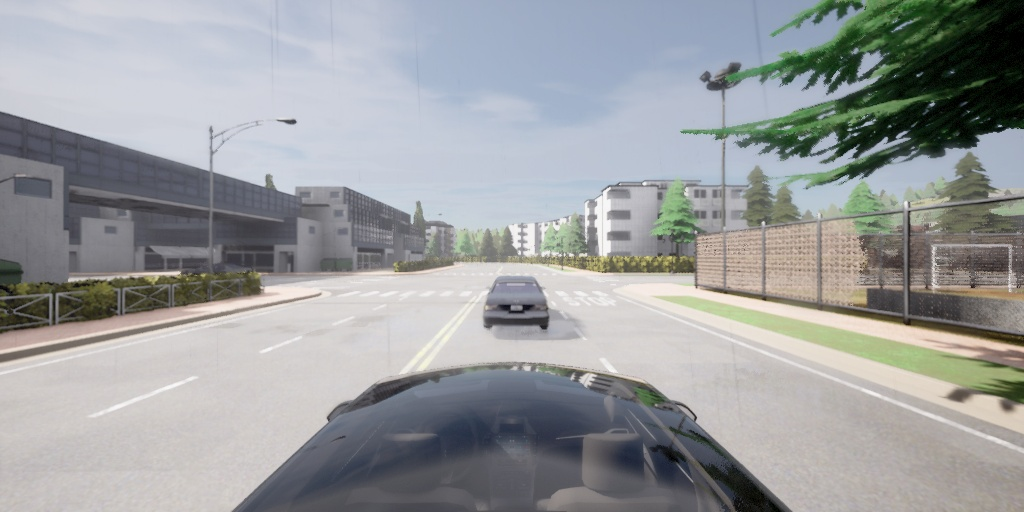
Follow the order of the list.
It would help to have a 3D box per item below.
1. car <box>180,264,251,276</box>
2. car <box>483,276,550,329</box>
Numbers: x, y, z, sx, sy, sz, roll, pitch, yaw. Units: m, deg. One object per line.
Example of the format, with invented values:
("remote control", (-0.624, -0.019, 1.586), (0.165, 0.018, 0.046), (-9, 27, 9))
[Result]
("car", (-25.939, 1.377, 31.517), (5.357, 1.411, 2.033), (0, 0, -1))
("car", (0.120, 1.323, 11.331), (2.033, 1.411, 5.357), (0, 0, 0))
